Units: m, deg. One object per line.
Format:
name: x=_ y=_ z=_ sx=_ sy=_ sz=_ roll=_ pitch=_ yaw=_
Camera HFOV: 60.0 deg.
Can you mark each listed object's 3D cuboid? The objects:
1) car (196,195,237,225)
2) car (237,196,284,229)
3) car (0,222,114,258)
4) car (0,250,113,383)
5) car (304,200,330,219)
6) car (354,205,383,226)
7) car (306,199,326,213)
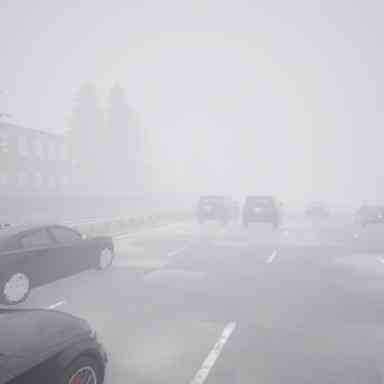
car: x=2.003 y=1.249 z=24.801 sx=2.150 sy=2.045 sz=5.566 roll=0 pitch=0 yaw=20
car: x=4.827 y=1.249 z=22.295 sx=2.150 sy=2.045 sz=5.566 roll=0 pitch=0 yaw=20
car: x=-3.865 y=1.480 z=8.262 sx=1.882 sy=1.535 sz=5.008 roll=0 pitch=0 yaw=20
car: x=-2.401 y=1.524 z=1.916 sx=1.812 sy=1.442 sz=4.674 roll=0 pitch=0 yaw=20
car: x=11.151 y=1.569 z=29.664 sx=1.812 sy=1.442 sz=4.674 roll=0 pitch=0 yaw=20
car: x=12.563 y=1.586 z=23.164 sx=2.033 sy=1.411 sz=5.357 roll=0 pitch=0 yaw=20
car: x=14.615 y=1.621 z=39.377 sx=1.994 sy=1.385 sz=4.181 roll=0 pitch=0 yaw=18
